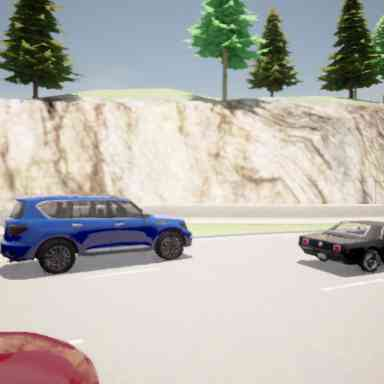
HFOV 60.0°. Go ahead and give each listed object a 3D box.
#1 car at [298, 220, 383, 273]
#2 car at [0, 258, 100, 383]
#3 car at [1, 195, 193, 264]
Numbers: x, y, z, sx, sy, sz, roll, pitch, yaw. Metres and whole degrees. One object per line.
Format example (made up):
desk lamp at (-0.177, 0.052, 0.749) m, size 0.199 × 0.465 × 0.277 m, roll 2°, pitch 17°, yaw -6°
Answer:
car at (5.754, 1.538, 10.271) m, size 4.718 × 1.301 × 1.895 m, roll 0°, pitch 1°, yaw -22°
car at (-2.766, 1.494, 1.584) m, size 4.674 × 1.442 × 1.812 m, roll 0°, pitch 0°, yaw -37°
car at (-2.684, 1.113, 10.253) m, size 5.566 × 2.045 × 2.150 m, roll 0°, pitch 0°, yaw -31°
